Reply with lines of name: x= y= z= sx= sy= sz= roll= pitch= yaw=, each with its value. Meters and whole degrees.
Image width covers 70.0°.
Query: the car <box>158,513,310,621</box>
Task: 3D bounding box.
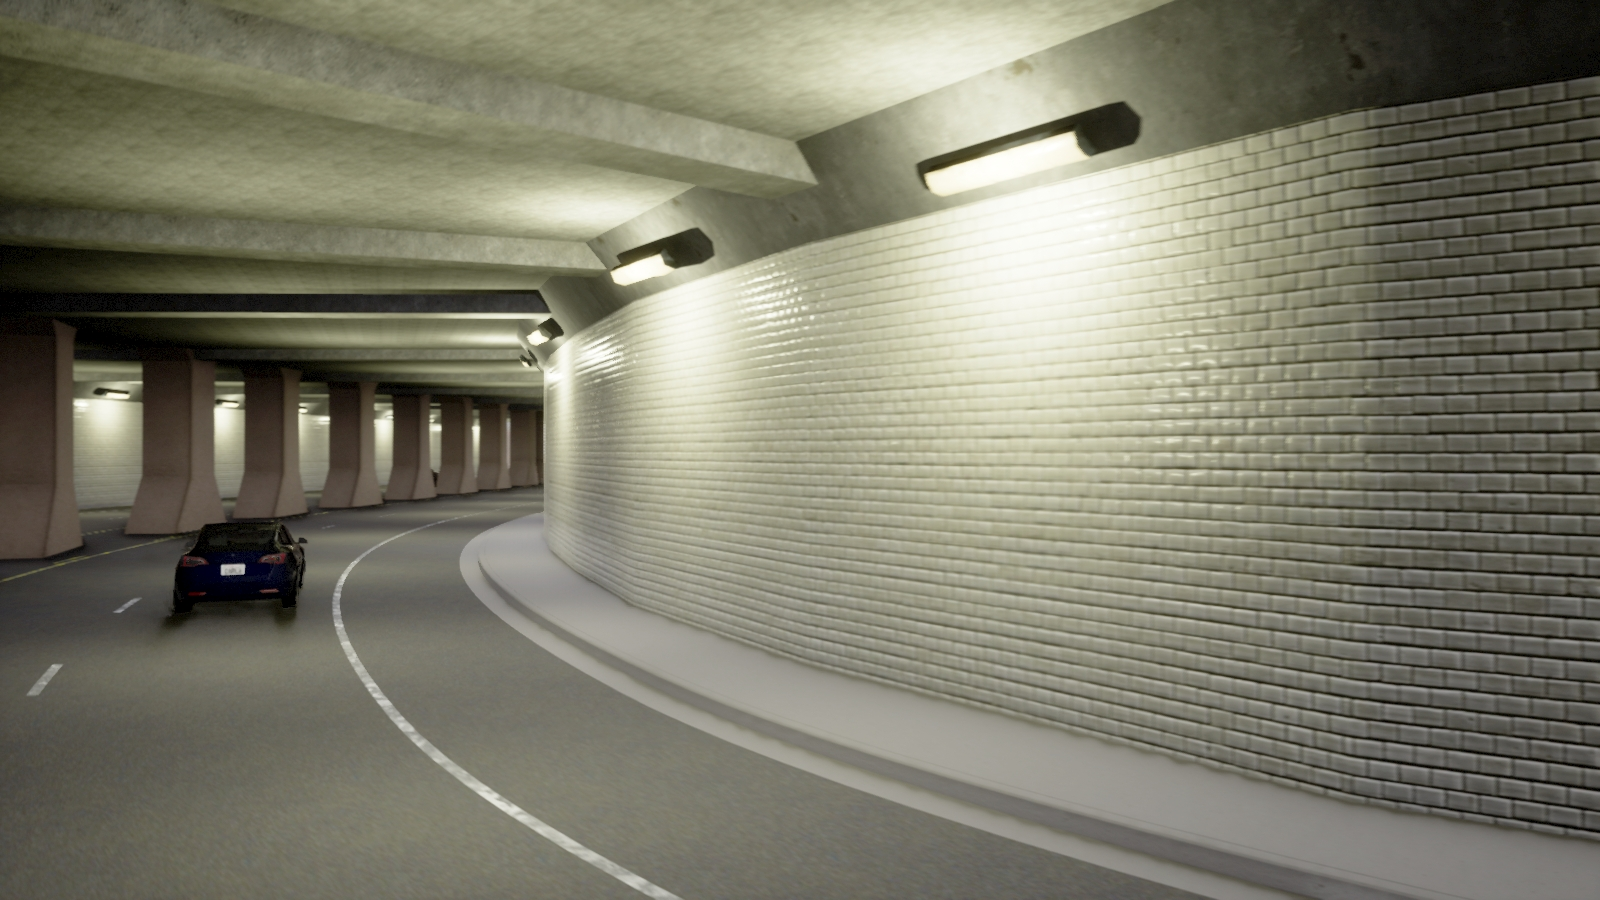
car: x=-10.470 y=2.073 z=21.483 sx=2.163 sy=1.488 sz=4.792 roll=0 pitch=0 yaw=-22
